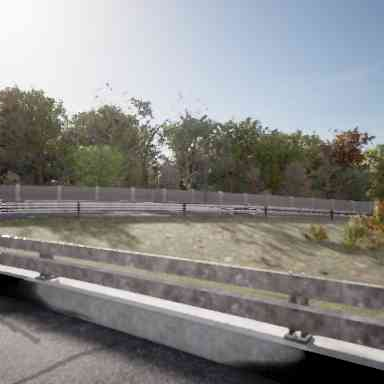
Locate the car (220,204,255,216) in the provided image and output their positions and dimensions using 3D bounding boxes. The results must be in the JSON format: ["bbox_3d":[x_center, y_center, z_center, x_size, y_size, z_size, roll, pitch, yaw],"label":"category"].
[{"bbox_3d":[5.976,2.264,43.687,5.008,1.535,1.882,3,-1,-25],"label":"car"}]
